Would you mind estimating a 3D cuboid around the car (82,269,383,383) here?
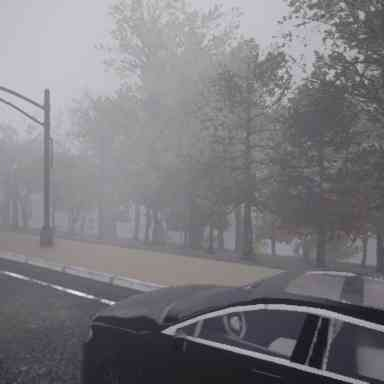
[{"bbox_3d":[1.040,1.490,2.940,4.902,1.511,2.128,0,0,36],"label":"car"}]
